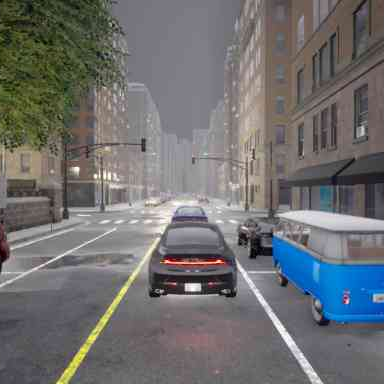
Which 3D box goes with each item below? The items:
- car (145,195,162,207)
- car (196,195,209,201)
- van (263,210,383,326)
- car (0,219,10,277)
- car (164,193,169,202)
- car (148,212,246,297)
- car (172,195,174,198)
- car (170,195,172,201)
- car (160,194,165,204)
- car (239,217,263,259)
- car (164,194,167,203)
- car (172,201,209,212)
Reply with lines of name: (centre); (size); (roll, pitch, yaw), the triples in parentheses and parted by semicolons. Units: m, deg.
car: (-6.058, 1.497, 50.205); (1.752, 1.417, 4.829); (0, 0, 0)
car: (2.336, 1.409, 66.830); (1.967, 1.590, 4.097); (0, 0, 0)
van: (2.808, 1.340, 6.795); (1.690, 1.788, 3.998); (0, 0, 0)
car: (-5.717, 1.314, 6.688); (2.192, 1.841, 5.009); (0, 0, 0)
car: (-6.188, 1.514, 66.727); (1.887, 1.381, 4.507); (0, 0, 0)
car: (0.009, 1.503, 8.536); (1.837, 1.490, 4.892); (0, 0, 0)
car: (-6.317, 1.289, 83.079); (2.192, 1.841, 5.009); (0, 0, 0)
car: (-6.273, 1.522, 77.628); (2.008, 1.369, 4.403); (0, 0, 0)
car: (-6.102, 1.521, 55.825); (2.008, 1.369, 4.403); (0, 0, 0)
car: (2.764, 1.563, 12.455); (1.947, 1.339, 4.313); (0, 0, 0)
car: (-6.145, 1.514, 61.276); (1.887, 1.381, 4.507); (0, 0, 0)
car: (-0.104, 1.472, 18.032); (1.882, 1.535, 5.008); (0, 0, 0)
